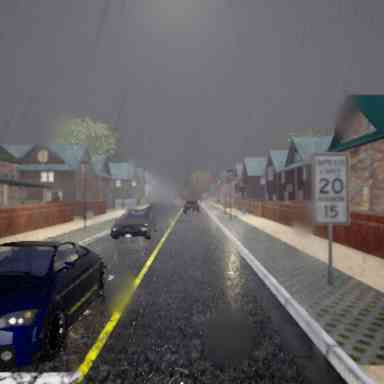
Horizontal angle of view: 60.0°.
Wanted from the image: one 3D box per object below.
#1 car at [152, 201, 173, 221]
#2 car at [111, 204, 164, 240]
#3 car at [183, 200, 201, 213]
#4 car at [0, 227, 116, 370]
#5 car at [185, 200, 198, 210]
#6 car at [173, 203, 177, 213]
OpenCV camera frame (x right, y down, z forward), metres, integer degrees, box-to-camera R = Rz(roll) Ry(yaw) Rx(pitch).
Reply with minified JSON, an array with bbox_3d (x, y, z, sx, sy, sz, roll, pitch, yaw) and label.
[{"bbox_3d":[-2.859,1.631,28.220,1.812,1.442,4.674,0,0,0],"label":"car"},{"bbox_3d":[-2.860,1.598,17.594,2.033,1.411,5.357,0,0,0],"label":"car"},{"bbox_3d":[-0.030,1.677,38.816,1.837,1.490,4.892,0,0,0],"label":"car"},{"bbox_3d":[-2.854,1.575,5.795,1.994,1.385,4.181,0,0,0],"label":"car"},{"bbox_3d":[-0.036,1.855,49.571,1.895,1.301,4.718,0,0,0],"label":"car"},{"bbox_3d":[-2.832,1.738,38.907,1.994,1.385,4.181,0,0,0],"label":"car"}]
